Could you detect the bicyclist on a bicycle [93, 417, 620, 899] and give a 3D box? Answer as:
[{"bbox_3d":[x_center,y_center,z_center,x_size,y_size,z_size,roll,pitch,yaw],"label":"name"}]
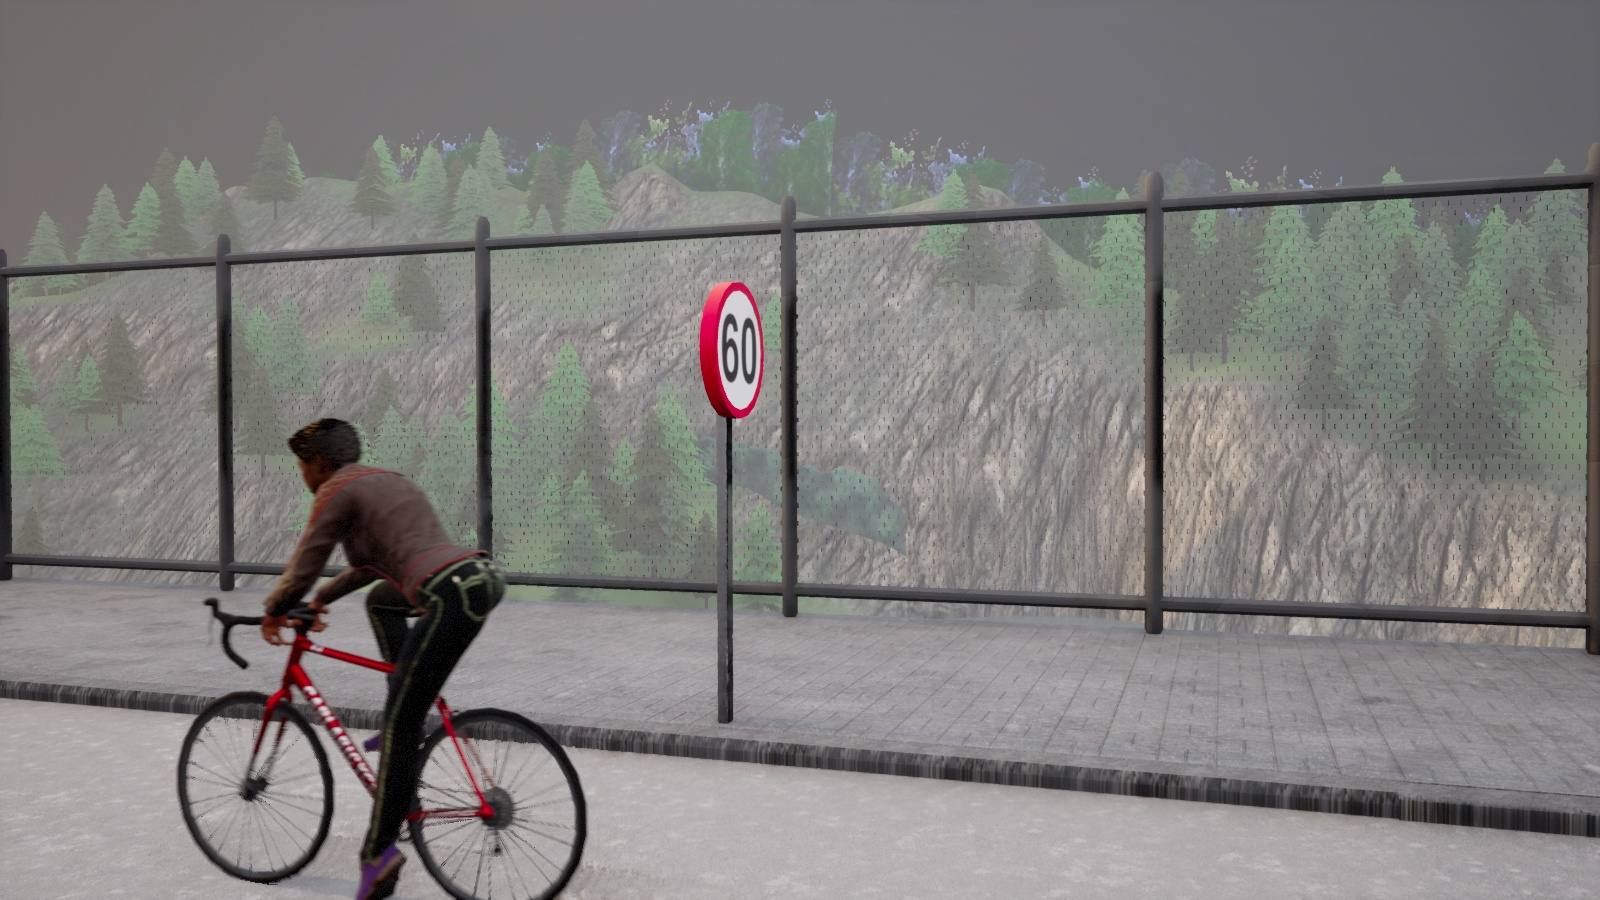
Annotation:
[{"bbox_3d":[-1.489,0.706,4.229,1.656,1.620,0.582,0,1,19],"label":"bicyclist on a bicycle"}]
